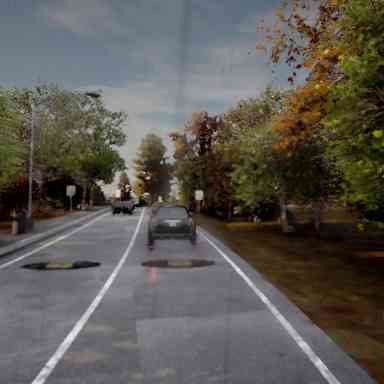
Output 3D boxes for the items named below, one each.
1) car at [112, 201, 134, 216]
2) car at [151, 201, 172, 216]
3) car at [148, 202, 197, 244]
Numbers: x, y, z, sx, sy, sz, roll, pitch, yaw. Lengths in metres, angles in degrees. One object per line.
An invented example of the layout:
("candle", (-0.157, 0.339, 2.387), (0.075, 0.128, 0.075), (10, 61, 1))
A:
("car", (-6.727, 1.602, 32.698), (1.895, 1.301, 4.718), (0, 0, -7))
("car", (-3.182, 1.627, 34.077), (1.895, 1.301, 4.718), (0, 0, -7))
("car", (-1.021, 1.373, 16.036), (2.097, 1.767, 4.553), (0, 0, -6))
